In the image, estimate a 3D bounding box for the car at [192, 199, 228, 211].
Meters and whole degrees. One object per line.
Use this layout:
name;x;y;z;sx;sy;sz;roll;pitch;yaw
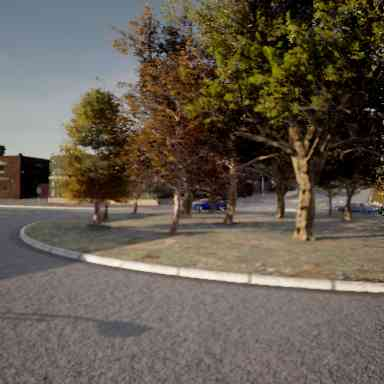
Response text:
car;2.255;1.744;43.763;5.008;1.535;1.882;1;-1;-13

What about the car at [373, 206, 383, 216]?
car;22.786;1.988;36.094;1.837;1.490;4.892;1;0;-24

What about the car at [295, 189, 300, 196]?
car;24.296;0.578;81.281;1.946;1.575;5.366;1;3;29

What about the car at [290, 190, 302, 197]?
car;26.975;0.315;86.106;1.946;1.575;5.366;1;3;29

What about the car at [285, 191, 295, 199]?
car;21.610;0.843;76.462;1.946;1.575;5.366;1;3;29

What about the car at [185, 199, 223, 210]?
car;1.644;1.758;46.953;5.008;1.535;1.882;1;-1;-14

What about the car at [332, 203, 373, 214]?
car;20.815;2.050;42.633;5.357;1.411;2.033;0;0;39
